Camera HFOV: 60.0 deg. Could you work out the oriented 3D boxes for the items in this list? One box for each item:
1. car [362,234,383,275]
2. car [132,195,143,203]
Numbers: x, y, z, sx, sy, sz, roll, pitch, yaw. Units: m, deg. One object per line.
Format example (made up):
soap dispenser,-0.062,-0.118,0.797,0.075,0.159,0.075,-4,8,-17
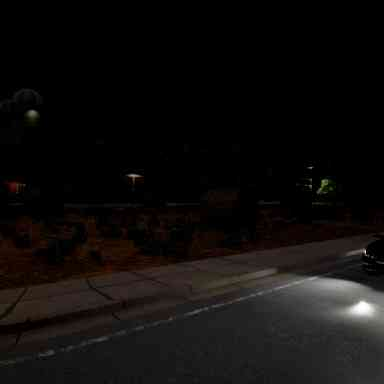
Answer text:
car,6.867,1.683,9.975,4.892,1.490,1.837,1,-1,-40
car,-12.335,1.692,75.889,1.905,1.878,3.866,7,2,3
